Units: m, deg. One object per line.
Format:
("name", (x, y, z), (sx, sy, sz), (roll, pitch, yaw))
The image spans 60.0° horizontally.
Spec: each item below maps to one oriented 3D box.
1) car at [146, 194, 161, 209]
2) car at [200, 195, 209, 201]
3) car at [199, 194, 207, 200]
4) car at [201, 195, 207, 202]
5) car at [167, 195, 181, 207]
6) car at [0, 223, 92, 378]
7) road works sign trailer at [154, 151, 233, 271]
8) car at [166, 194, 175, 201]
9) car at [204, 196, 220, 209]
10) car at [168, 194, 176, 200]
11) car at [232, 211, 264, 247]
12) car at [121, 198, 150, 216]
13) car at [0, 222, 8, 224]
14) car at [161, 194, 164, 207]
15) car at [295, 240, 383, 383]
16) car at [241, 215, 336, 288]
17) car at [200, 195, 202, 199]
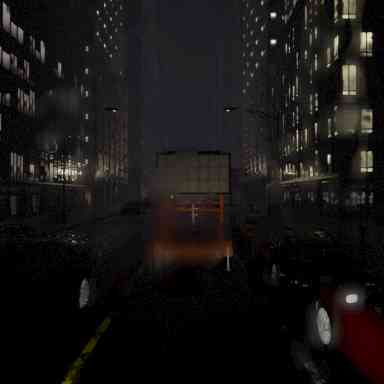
("car", (-5.499, 1.408, 43.077), (1.967, 1.590, 4.097), (0, 0, 0))
("car", (3.050, 1.446, 82.751), (1.947, 1.339, 4.313), (1, 0, 0))
("car", (3.099, 1.390, 94.101), (1.887, 1.381, 4.507), (1, 0, 0))
("car", (2.929, 1.531, 54.378), (1.802, 1.307, 4.206), (1, 0, 0))
("car", (-2.783, 1.518, 51.167), (1.994, 1.385, 4.181), (0, 0, 0))
("car", (-2.980, 1.477, 4.837), (1.882, 1.535, 5.008), (0, 0, 0))
("road works sign trailer", (0.046, 0.463, 10.901), (2.380, 3.560, 2.880), (0, 0, 0))
("car", (-5.329, 1.320, 82.805), (1.967, 1.590, 4.097), (1, 0, 0))
("car", (2.880, 1.533, 43.029), (1.947, 1.339, 4.313), (0, 0, 0))
("car", (-5.306, 1.388, 88.311), (1.752, 1.417, 4.829), (1, 0, 0))
("car", (2.759, 1.522, 14.825), (1.752, 1.417, 4.829), (0, 0, 0))
("car", (-5.549, 1.527, 31.725), (1.887, 1.381, 4.507), (0, 0, 0))
("car", (-5.646, 1.550, 9.021), (2.008, 1.369, 4.403), (0, 0, 0))
("car", (-5.474, 1.274, 48.752), (2.192, 1.841, 5.009), (0, 0, 0))
("car", (2.710, 1.545, 3.304), (1.887, 1.381, 4.507), (0, 0, 0))
("car", (2.734, 1.550, 8.978), (2.008, 1.369, 4.403), (0, 0, 0))
("car", (2.953, 1.519, 60.052), (1.802, 1.307, 4.206), (1, 0, 0))
